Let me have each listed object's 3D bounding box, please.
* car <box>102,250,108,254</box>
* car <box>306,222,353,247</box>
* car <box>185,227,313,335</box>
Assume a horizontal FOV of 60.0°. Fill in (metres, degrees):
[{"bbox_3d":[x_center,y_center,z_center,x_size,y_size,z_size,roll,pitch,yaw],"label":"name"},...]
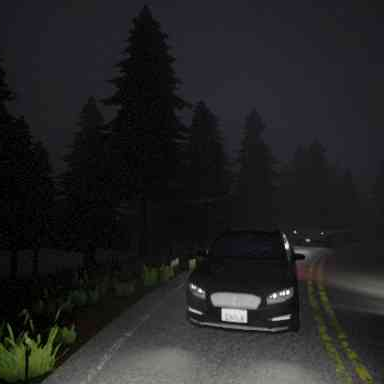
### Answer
[{"bbox_3d":[-19.004,13.596,73.831,4.181,1.381,1.994,-3,-5,32],"label":"car"},{"bbox_3d":[7.506,2.359,18.953,1.895,1.301,4.718,-4,-7,42],"label":"car"},{"bbox_3d":[1.273,1.552,7.103,2.128,1.511,4.902,-1,-2,16],"label":"car"}]
